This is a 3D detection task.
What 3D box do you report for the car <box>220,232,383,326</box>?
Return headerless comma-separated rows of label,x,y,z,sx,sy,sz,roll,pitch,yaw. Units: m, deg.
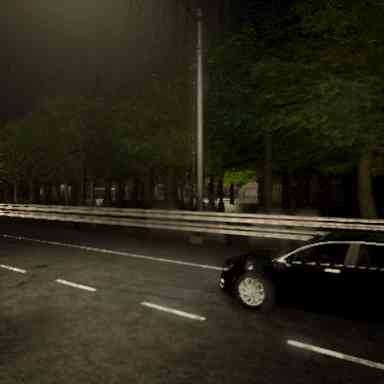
car,2.842,1.506,6.141,4.892,1.490,1.837,0,0,35
